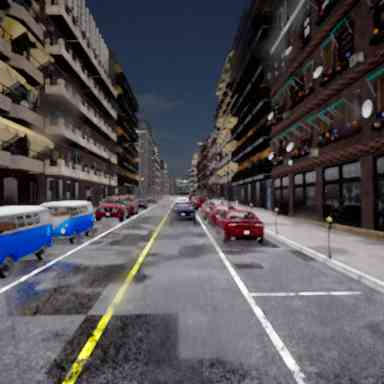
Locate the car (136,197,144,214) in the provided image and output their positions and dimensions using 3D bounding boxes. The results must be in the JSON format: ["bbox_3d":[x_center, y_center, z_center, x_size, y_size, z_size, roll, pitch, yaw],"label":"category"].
[{"bbox_3d":[-6.296,1.258,31.934,2.192,1.841,5.009,1,0,-2],"label":"car"}]

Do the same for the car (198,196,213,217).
[{"bbox_3d":[1.768,1.347,26.605,1.967,1.590,4.097,1,0,-2],"label":"car"}]

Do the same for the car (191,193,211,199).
[{"bbox_3d":[1.366,1.199,37.659,2.192,1.841,5.009,1,0,-2],"label":"car"}]

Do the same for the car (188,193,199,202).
[{"bbox_3d":[0.276,1.177,70.830,2.192,1.841,5.009,1,0,-2],"label":"car"}]

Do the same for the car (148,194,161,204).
[{"bbox_3d":[-7.204,1.224,59.571,2.192,1.841,5.009,1,0,-2],"label":"car"}]

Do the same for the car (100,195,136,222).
[{"bbox_3d":[-6.115,1.270,26.407,2.192,1.841,5.009,1,0,-2],"label":"car"}]

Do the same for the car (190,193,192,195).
[{"bbox_3d":[1.000,1.309,48.717,1.967,1.590,4.097,1,0,-2],"label":"car"}]

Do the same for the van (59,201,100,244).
[{"bbox_3d":[-5.753,1.323,15.352,1.690,1.788,3.998,1,0,-2],"label":"van"}]

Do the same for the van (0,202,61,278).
[{"bbox_3d":[-5.570,1.338,9.823,1.690,1.788,3.998,1,0,-2],"label":"van"}]

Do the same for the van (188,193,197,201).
[{"bbox_3d":[0.094,1.206,76.359,1.690,1.788,3.998,1,0,-2],"label":"van"}]

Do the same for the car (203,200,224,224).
[{"bbox_3d":[1.941,1.464,21.076,1.887,1.381,4.507,1,0,-2],"label":"car"}]

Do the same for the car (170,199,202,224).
[{"bbox_3d":[-0.642,1.476,23.801,2.033,1.411,5.357,0,0,-2],"label":"car"}]

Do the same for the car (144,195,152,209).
[{"bbox_3d":[-6.664,1.489,42.991,1.947,1.339,4.313,1,0,-2],"label":"car"}]

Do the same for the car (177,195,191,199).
[{"bbox_3d":[-1.226,1.417,41.862,1.812,1.442,4.674,0,0,-2],"label":"car"}]

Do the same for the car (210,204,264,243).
[{"bbox_3d":[2.122,1.478,15.549,1.887,1.381,4.507,1,0,-2],"label":"car"}]
